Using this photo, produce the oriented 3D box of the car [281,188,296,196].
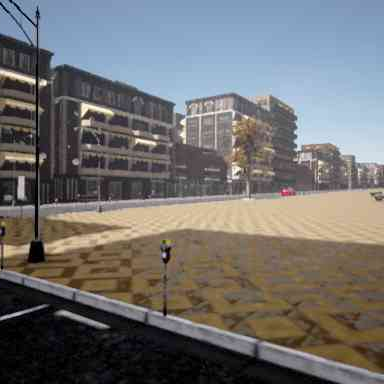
[{"bbox_3d":[23.159,-0.018,79.743,2.150,2.045,5.566,1,1,35],"label":"car"}]
